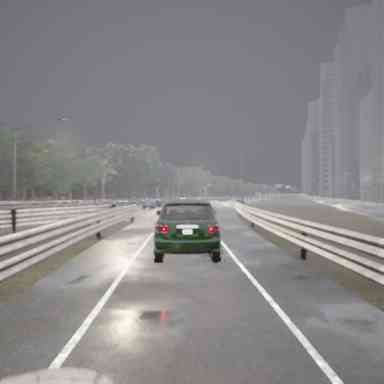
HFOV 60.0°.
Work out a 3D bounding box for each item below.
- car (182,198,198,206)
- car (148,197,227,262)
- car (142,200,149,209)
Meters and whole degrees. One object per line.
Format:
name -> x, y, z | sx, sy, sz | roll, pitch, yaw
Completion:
car -> -0.343, 1.852, 65.156 | 1.812, 1.442, 4.674 | 0, -1, 17
car -> -0.188, 1.276, 12.523 | 2.150, 2.045, 5.566 | 0, 0, -1
car -> -5.542, 1.714, 47.923 | 1.994, 1.385, 4.181 | 0, -1, 17
